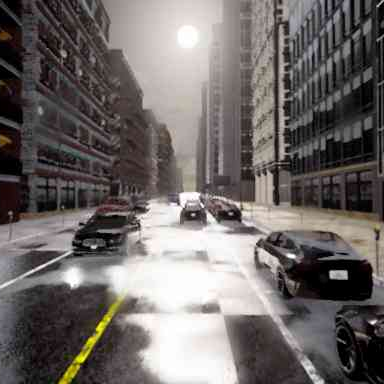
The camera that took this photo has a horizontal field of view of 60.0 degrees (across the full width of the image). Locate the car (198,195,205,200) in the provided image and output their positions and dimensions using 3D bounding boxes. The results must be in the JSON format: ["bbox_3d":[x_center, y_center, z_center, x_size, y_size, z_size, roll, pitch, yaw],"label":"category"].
[{"bbox_3d":[2.683,1.486,92.972,1.802,1.307,4.206,1,0,0],"label":"car"}]

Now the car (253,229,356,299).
[{"bbox_3d":[2.699,1.560,8.205,1.947,1.339,4.313,1,0,0],"label":"car"}]

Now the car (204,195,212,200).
[{"bbox_3d":[2.696,1.407,36.461,1.967,1.590,4.097,1,0,0],"label":"car"}]

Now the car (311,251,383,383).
[{"bbox_3d":[2.700,1.564,2.554,1.947,1.339,4.313,1,0,0],"label":"car"}]

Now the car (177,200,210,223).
[{"bbox_3d":[0.094,1.543,24.989,1.994,1.385,4.181,0,0,0],"label":"car"}]

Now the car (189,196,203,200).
[{"bbox_3d":[0.091,1.562,42.083,1.895,1.301,4.718,0,0,0],"label":"car"}]

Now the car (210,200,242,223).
[{"bbox_3d":[2.696,1.544,25.159,1.947,1.339,4.313,1,0,0],"label":"car"}]

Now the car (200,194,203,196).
[{"bbox_3d":[2.691,1.500,53.415,2.008,1.369,4.403,1,0,0],"label":"car"}]

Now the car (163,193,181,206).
[{"bbox_3d":[-3.064,1.167,55.503,2.150,2.045,5.566,0,0,1],"label":"car"}]

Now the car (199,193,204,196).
[{"bbox_3d":[2.687,1.512,70.368,1.802,1.307,4.206,1,0,0],"label":"car"}]

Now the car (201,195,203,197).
[{"bbox_3d":[2.692,1.506,47.763,2.008,1.369,4.403,1,0,0],"label":"car"}]

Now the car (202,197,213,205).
[{"bbox_3d":[2.690,1.525,59.065,1.802,1.307,4.206,1,0,0],"label":"car"}]

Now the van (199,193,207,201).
[{"bbox_3d":[2.689,1.258,81.670,1.690,1.788,3.998,1,0,0],"label":"van"}]

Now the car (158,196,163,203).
[{"bbox_3d":[-5.691,1.463,64.548,1.752,1.417,4.829,1,0,0],"label":"car"}]

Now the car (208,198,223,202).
[{"bbox_3d":[2.696,1.518,30.809,1.887,1.381,4.507,1,0,0],"label":"car"}]

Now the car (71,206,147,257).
[{"bbox_3d":[-3.104,1.494,12.943,1.837,1.490,4.892,0,0,0],"label":"car"}]

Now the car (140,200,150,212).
[{"bbox_3d":[-5.686,1.533,36.461,1.947,1.339,4.313,1,0,0],"label":"car"}]

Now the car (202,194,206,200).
[{"bbox_3d":[2.695,1.401,42.112,1.967,1.590,4.097,1,0,0],"label":"car"}]

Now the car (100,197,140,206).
[{"bbox_3d":[-5.680,1.294,25.159,2.192,1.841,5.009,1,0,0],"label":"car"}]
